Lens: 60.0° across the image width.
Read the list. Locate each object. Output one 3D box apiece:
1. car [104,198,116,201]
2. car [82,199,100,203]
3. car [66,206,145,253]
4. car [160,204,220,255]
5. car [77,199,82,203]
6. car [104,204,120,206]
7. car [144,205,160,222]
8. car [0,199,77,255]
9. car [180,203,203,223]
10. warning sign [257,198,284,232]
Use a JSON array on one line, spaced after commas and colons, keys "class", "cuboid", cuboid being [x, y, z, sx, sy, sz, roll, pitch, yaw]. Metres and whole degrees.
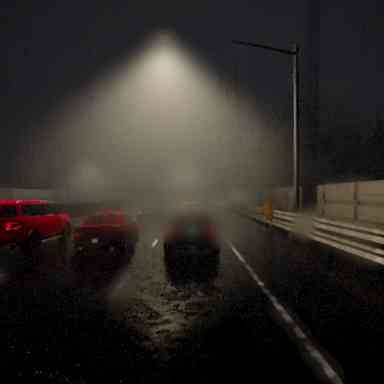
[{"class": "car", "cuboid": [-17.531, 2.086, 71.010, 2.097, 1.767, 4.553, 0, -1, 0]}, {"class": "car", "cuboid": [-21.031, 2.271, 70.976, 2.033, 1.411, 5.357, 0, -1, 0]}, {"class": "car", "cuboid": [-3.501, 1.619, 14.485, 1.882, 1.535, 5.008, 0, 0, 0]}, {"class": "car", "cuboid": [-0.004, 1.487, 14.086, 2.097, 1.767, 4.553, 0, -1, 0]}, {"class": "car", "cuboid": [-24.531, 2.231, 70.975, 1.837, 1.490, 4.892, 0, -1, 0]}, {"class": "car", "cuboid": [-7.009, 1.815, 29.378, 1.812, 1.442, 4.674, 0, 0, 0]}, {"class": "car", "cuboid": [-3.512, 1.832, 29.002, 2.033, 1.411, 5.357, 0, -1, 0]}, {"class": "car", "cuboid": [-7.005, 1.353, 14.020, 2.150, 2.045, 5.566, 0, 0, 0]}, {"class": "car", "cuboid": [-0.008, 1.768, 29.493, 1.882, 1.535, 5.008, 0, 0, 0]}, {"class": "warning sign", "cuboid": [4.535, 1.303, 19.239, 1.300, 1.860, 1.060, 0, -1, 0]}]
